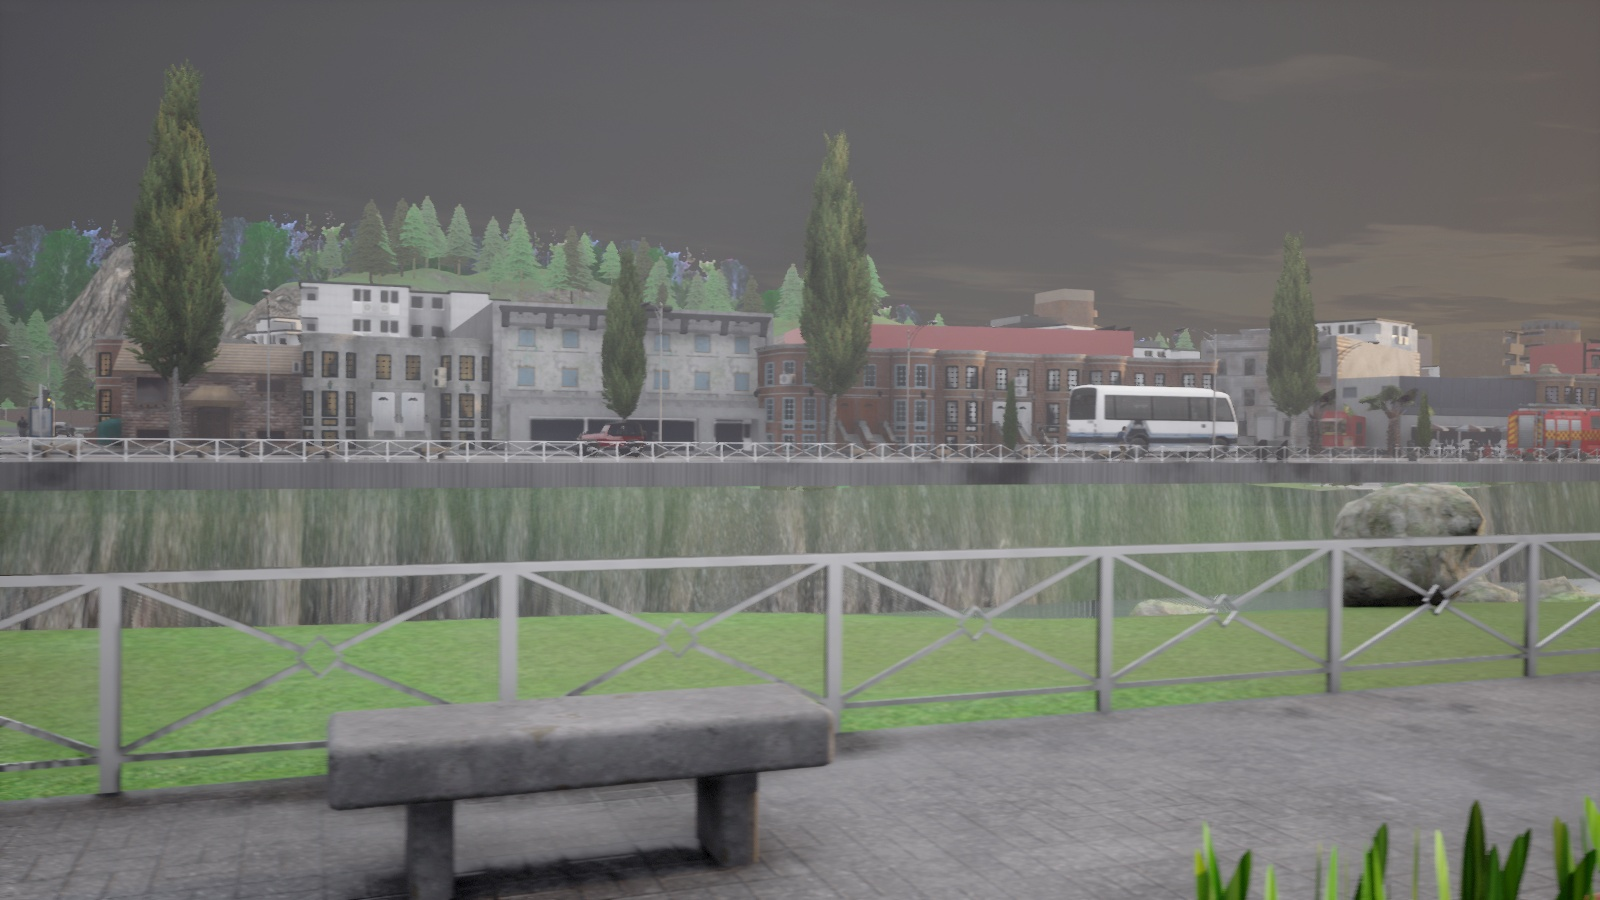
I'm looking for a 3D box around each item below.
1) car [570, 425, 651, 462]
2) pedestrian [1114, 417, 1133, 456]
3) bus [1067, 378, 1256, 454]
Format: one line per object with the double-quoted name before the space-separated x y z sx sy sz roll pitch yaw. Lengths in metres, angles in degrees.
"car" -9.940 -0.370 65.940 3.866 1.878 1.905 -1 1 -21
"pedestrian" 16.083 -0.678 62.448 0.788 1.949 0.423 -1 1 -23
"bus" 21.172 -1.998 73.470 10.273 4.253 3.944 -1 1 -21
